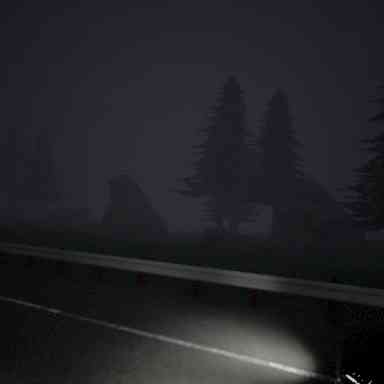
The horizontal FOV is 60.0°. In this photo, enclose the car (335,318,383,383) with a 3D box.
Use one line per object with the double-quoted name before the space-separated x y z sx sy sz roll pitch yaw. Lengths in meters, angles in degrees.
"car" 3.745 1.663 2.535 4.892 1.490 1.837 0 -2 27
